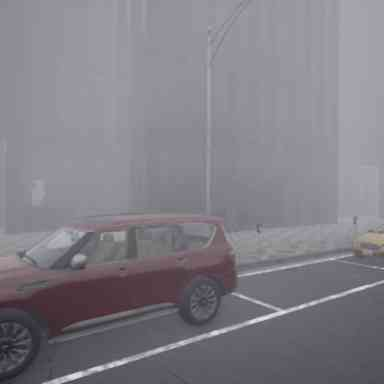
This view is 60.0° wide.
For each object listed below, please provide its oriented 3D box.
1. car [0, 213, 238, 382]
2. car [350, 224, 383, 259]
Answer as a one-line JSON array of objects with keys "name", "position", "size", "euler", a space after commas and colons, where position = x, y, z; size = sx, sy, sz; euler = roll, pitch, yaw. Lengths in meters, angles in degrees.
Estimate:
[{"name": "car", "position": [-1.440, 1.333, 5.622], "size": [5.009, 1.841, 2.192], "euler": [1, 0, -35]}, {"name": "car", "position": [7.598, 1.646, 12.068], "size": [4.829, 1.417, 1.752], "euler": [1, 0, -35]}]
